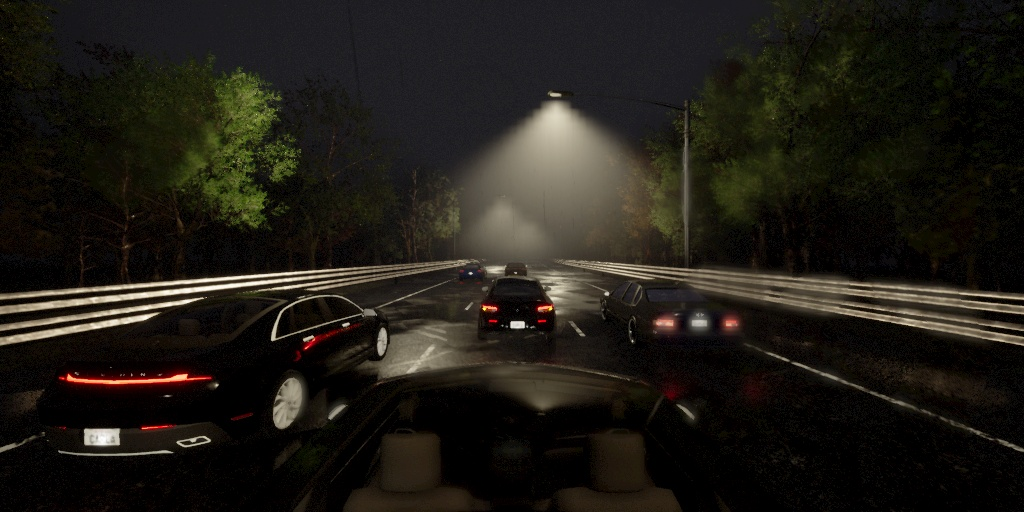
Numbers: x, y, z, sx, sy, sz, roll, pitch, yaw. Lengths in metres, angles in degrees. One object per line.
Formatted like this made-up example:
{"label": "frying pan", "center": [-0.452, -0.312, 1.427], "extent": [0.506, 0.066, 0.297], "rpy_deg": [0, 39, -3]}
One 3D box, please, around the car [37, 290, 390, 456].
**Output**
{"label": "car", "center": [-3.388, 1.255, 5.395], "extent": [1.837, 1.490, 4.892], "rpy_deg": [0, 0, 0]}

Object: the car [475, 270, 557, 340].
{"label": "car", "center": [0.128, 1.275, 9.814], "extent": [1.812, 1.442, 4.674], "rpy_deg": [0, 0, 0]}

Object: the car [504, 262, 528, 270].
{"label": "car", "center": [0.344, 1.224, 31.458], "extent": [1.882, 1.535, 5.008], "rpy_deg": [0, 0, 1]}

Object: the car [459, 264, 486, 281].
{"label": "car", "center": [-3.175, 1.311, 29.828], "extent": [1.994, 1.385, 4.181], "rpy_deg": [0, 0, 1]}

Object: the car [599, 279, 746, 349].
{"label": "car", "center": [3.599, 1.297, 9.173], "extent": [2.033, 1.411, 5.357], "rpy_deg": [0, 0, 3]}
